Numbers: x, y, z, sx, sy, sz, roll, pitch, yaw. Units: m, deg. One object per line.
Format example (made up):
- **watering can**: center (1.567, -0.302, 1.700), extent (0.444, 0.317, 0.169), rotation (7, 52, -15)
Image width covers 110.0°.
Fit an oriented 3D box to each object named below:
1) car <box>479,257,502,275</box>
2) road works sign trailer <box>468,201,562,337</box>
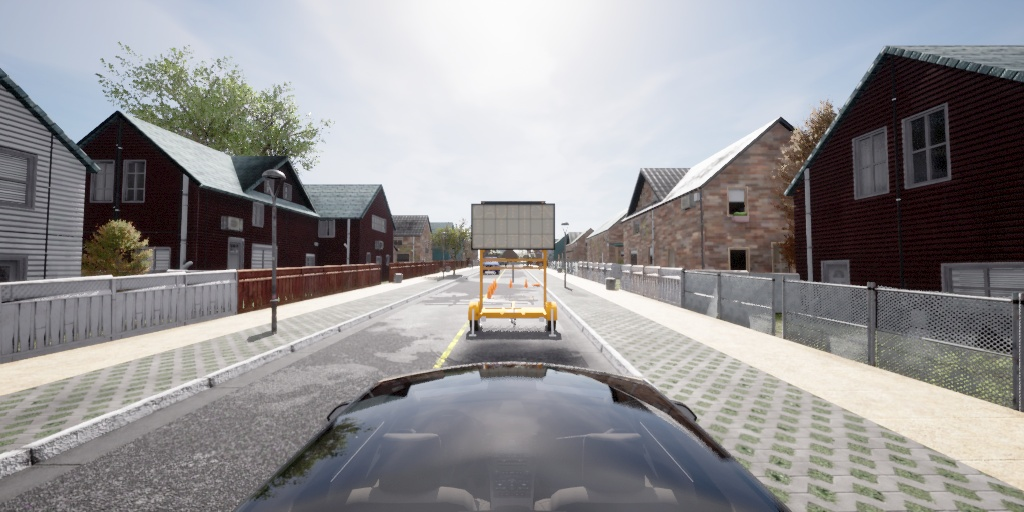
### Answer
- **car**: center (-2.585, 1.128, 41.763), extent (2.150, 2.045, 5.566), rotation (0, 0, 0)
- **road works sign trailer**: center (0.035, 0.226, 10.362), extent (2.380, 3.560, 2.880), rotation (0, 0, 1)
